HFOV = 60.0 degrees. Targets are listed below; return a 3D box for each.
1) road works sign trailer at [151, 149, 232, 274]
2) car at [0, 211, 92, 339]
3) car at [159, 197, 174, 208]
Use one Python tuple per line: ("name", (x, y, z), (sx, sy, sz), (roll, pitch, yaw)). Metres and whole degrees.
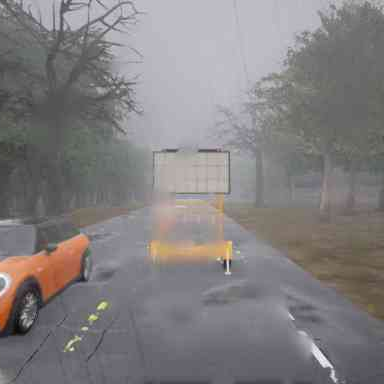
("road works sign trailer", (-0.017, 0.458, 10.486), (2.380, 3.560, 2.880), (0, 0, 0))
("car", (-3.611, 1.350, 6.663), (2.097, 1.767, 4.553), (0, 0, 0))
("car", (-3.683, 1.438, 48.271), (2.128, 1.511, 4.902), (0, 0, 0))
